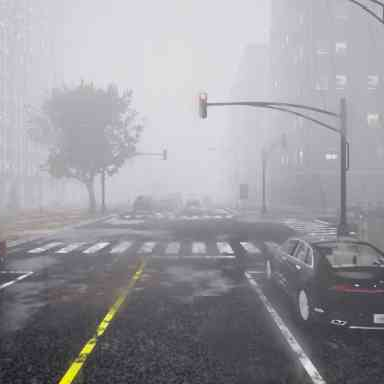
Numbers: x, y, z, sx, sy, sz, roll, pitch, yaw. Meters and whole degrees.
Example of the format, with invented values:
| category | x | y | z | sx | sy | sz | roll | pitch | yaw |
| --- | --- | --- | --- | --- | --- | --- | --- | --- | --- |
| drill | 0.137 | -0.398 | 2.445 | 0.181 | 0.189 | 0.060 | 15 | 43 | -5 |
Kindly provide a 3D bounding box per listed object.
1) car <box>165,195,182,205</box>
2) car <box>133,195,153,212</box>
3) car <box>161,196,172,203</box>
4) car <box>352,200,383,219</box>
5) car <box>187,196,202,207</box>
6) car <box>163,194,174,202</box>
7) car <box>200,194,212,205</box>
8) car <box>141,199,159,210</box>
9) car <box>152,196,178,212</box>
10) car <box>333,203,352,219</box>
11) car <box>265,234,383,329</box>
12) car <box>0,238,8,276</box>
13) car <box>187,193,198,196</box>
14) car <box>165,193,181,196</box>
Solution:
| category | x | y | z | sx | sy | sz | roll | pitch | yaw |
| --- | --- | --- | --- | --- | --- | --- | --- | --- | --- |
| car | -3.000 | 1.578 | 49.017 | 2.033 | 1.411 | 5.357 | 0 | 0 | 0 |
| car | -5.613 | 1.336 | 39.277 | 2.192 | 1.841 | 5.009 | 0 | 0 | 0 |
| car | -5.543 | 1.627 | 72.415 | 1.947 | 1.339 | 4.313 | 0 | 0 | 0 |
| car | 14.737 | 1.330 | 23.657 | 5.357 | 1.411 | 2.033 | -1 | 0 | 3 |
| car | 0.199 | 1.633 | 50.225 | 1.895 | 1.301 | 4.718 | 0 | 0 | 0 |
| car | -5.532 | 1.386 | 77.937 | 2.192 | 1.841 | 5.009 | 0 | 0 | 0 |
| car | 2.815 | 1.611 | 61.351 | 1.947 | 1.339 | 4.313 | 0 | 0 | 0 |
| car | -5.601 | 1.592 | 44.800 | 1.947 | 1.339 | 4.313 | 0 | 0 | 0 |
| car | -3.023 | 1.568 | 38.564 | 2.033 | 1.411 | 5.357 | 0 | 0 | 0 |
| car | 13.478 | 1.350 | 26.255 | 4.403 | 1.369 | 2.008 | -1 | 1 | 0 |
| car | 2.701 | 1.551 | 6.872 | 2.008 | 1.369 | 4.403 | 0 | 0 | 0 |
| car | -5.679 | 1.545 | 6.889 | 1.887 | 1.381 | 4.507 | 0 | 0 | 0 |
| car | 0.158 | 1.293 | 76.361 | 2.150 | 2.045 | 5.566 | 0 | 0 | 0 |
| car | -2.930 | 1.264 | 59.660 | 2.150 | 2.045 | 5.566 | 0 | 0 | 3 |
